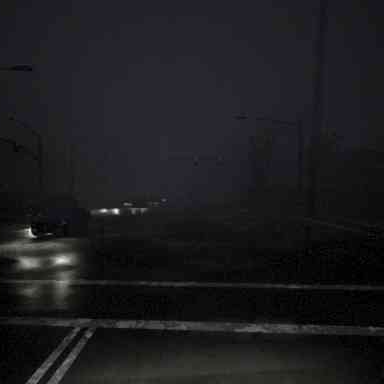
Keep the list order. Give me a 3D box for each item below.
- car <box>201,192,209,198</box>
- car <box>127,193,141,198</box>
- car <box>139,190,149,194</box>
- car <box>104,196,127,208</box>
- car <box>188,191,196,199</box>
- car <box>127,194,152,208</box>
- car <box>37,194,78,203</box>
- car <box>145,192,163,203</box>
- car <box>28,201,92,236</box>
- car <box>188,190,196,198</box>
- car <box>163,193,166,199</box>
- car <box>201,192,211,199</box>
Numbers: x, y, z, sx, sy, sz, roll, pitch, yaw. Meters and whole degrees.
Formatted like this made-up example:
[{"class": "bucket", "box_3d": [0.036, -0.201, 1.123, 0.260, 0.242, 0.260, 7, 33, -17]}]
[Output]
[{"class": "car", "box_3d": [3.392, 0.673, 87.796, 1.812, 1.442, 4.674, 0, 1, 0]}, {"class": "car", "box_3d": [-10.651, 1.291, 57.517, 1.994, 1.385, 4.181, 0, 1, 0]}, {"class": "car", "box_3d": [-10.589, 0.682, 72.726, 2.150, 2.045, 5.566, 0, 1, 0]}, {"class": "car", "box_3d": [-10.657, 1.474, 45.722, 1.895, 1.301, 4.718, 0, 1, 0]}, {"class": "car", "box_3d": [-0.094, 0.904, 77.264, 2.033, 1.411, 5.357, 0, 1, 0]}, {"class": "car", "box_3d": [-7.166, 1.412, 46.102, 2.033, 1.411, 5.357, 0, 1, -1]}, {"class": "car", "box_3d": [-10.633, 1.209, 26.162, 2.150, 2.045, 5.566, 0, 0, 0]}, {"class": "car", "box_3d": [-7.134, 1.198, 62.421, 2.033, 1.411, 5.357, 0, 1, 0]}, {"class": "car", "box_3d": [-7.112, 1.475, 18.563, 1.882, 1.535, 5.008, 0, 0, 0]}, {"class": "car", "box_3d": [-0.108, 0.505, 87.758, 2.097, 1.767, 4.553, 0, 1, 0]}, {"class": "car", "box_3d": [-7.095, 0.843, 77.050, 1.882, 1.535, 5.008, 0, 1, 0]}, {"class": "car", "box_3d": [3.405, 0.951, 77.666, 1.895, 1.301, 4.718, 0, 1, 0]}]
